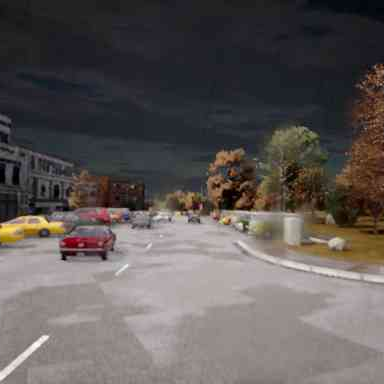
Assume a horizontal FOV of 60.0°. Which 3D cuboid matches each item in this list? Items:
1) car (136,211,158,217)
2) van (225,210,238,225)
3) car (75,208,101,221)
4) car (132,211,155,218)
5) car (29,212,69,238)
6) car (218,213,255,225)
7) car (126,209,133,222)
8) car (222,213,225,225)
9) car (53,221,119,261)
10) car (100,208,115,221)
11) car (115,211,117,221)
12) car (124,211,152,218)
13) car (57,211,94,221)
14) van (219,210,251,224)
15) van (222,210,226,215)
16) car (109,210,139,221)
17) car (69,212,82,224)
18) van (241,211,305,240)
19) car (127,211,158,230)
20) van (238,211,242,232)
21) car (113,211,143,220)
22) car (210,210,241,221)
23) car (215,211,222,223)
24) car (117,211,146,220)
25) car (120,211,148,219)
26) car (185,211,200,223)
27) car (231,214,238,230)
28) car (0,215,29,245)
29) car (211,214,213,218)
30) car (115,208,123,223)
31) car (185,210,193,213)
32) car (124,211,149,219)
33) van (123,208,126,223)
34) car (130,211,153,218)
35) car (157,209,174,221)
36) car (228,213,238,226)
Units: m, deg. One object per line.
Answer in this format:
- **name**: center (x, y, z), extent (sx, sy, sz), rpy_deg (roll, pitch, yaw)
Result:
- **car**: center (-11.052, 5.340, 81.472), extent (4.892, 1.521, 2.231), rpy_deg (1, -3, -20)
- **van**: center (6.444, 3.166, 37.316), extent (4.442, 1.987, 1.878), rpy_deg (3, -3, -20)
- **car**: center (-11.326, 2.647, 31.673), extent (4.553, 1.767, 2.185), rpy_deg (1, -3, -20)
- **car**: center (-11.090, 5.032, 75.617), extent (4.892, 1.521, 2.231), rpy_deg (1, -3, -20)
- **car**: center (-11.511, 2.344, 22.816), extent (5.366, 1.575, 1.946), rpy_deg (1, -3, -20)
- **car**: center (6.594, 3.989, 49.111), extent (4.892, 1.521, 2.231), rpy_deg (3, -3, -20)
- **car**: center (-11.216, 3.502, 46.318), extent (5.008, 1.535, 2.097), rpy_deg (1, -3, -20)
- **car**: center (6.554, 3.582, 40.291), extent (4.674, 1.452, 2.002), rpy_deg (3, -3, -20)
- **car**: center (-4.613, 2.235, 15.231), extent (1.895, 1.301, 4.718), rpy_deg (1, -3, -7)
- **car**: center (-11.304, 2.665, 34.599), extent (5.566, 2.045, 2.435), rpy_deg (1, -3, -20)
- **car**: center (-11.268, 3.101, 37.530), extent (4.674, 1.452, 2.002), rpy_deg (1, -3, -20)
- **car**: center (-11.283, 4.716, 69.689), extent (5.366, 1.575, 1.946), rpy_deg (1, -3, -20)
- **car**: center (-11.300, 2.633, 28.739), extent (4.892, 1.521, 2.231), rpy_deg (1, -3, -20)
- **van**: center (6.728, 3.921, 52.108), extent (4.442, 1.987, 1.878), rpy_deg (3, -3, -20)
- **van**: center (6.689, 3.471, 43.283), extent (4.442, 1.987, 1.878), rpy_deg (3, -3, -20)
- **car**: center (-11.211, 3.829, 55.107), extent (4.553, 1.767, 2.185), rpy_deg (1, -3, -20)
- **car**: center (-11.290, 2.521, 25.815), extent (4.792, 1.488, 2.163), rpy_deg (1, -3, -19)
- **van**: center (6.385, 2.594, 25.553), extent (4.442, 1.987, 1.878), rpy_deg (3, -3, -20)
- **car**: center (-4.963, 3.029, 33.999), extent (1.837, 1.490, 4.892), rpy_deg (1, -3, 0)
- **van**: center (6.617, 2.747, 28.582), extent (4.442, 1.987, 1.878), rpy_deg (3, -3, -20)
- **car**: center (-11.173, 4.109, 58.037), extent (4.892, 1.521, 2.231), rpy_deg (1, -3, -20)
- **car**: center (6.669, 4.658, 66.752), extent (5.566, 2.045, 2.435), rpy_deg (3, -3, -20)
- **car**: center (6.413, 3.827, 46.106), extent (5.366, 1.575, 1.946), rpy_deg (3, -3, -20)
- **car**: center (-11.125, 4.292, 60.978), extent (4.792, 1.488, 2.163), rpy_deg (1, -3, -20)
- **car**: center (-11.149, 4.417, 63.901), extent (4.892, 1.521, 2.231), rpy_deg (1, -3, -20)
- **car**: center (0.312, 3.997, 50.854), extent (1.812, 1.442, 4.674), rpy_deg (1, -3, 0)
- **car**: center (6.520, 3.148, 31.462), extent (4.674, 1.452, 2.002), rpy_deg (3, -3, -20)
- **car**: center (-11.541, 2.067, 16.961), extent (5.366, 1.575, 1.946), rpy_deg (1, -3, -20)
- **car**: center (6.697, 4.787, 63.824), extent (4.792, 1.488, 2.163), rpy_deg (3, -3, -20)
- **car**: center (-11.221, 3.081, 40.472), extent (4.553, 1.767, 2.185), rpy_deg (1, -3, -20)
- **car**: center (0.277, 4.650, 64.048), extent (2.128, 1.511, 4.902), rpy_deg (1, -3, 0)
- **car**: center (-11.127, 4.610, 66.825), extent (4.674, 1.452, 2.002), rpy_deg (1, -3, -20)
- **van**: center (-11.344, 3.126, 43.357), extent (4.442, 1.987, 1.878), rpy_deg (1, -3, -20)
- **car**: center (-11.100, 4.917, 72.686), extent (4.674, 1.452, 2.002), rpy_deg (1, -3, -20)
- **car**: center (-4.751, 3.933, 57.613), extent (2.150, 2.045, 5.566), rpy_deg (1, -3, 0)
- **car**: center (6.532, 3.292, 34.404), extent (4.674, 1.452, 2.002), rpy_deg (3, -3, -20)
